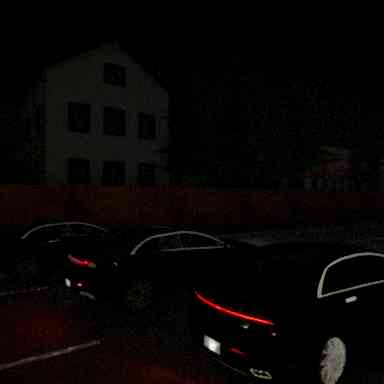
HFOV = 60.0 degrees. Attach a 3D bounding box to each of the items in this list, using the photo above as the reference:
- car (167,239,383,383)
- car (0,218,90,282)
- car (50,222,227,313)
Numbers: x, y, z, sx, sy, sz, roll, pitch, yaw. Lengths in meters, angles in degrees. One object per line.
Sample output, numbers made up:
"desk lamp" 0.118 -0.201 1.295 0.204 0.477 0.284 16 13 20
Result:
"car" 2.206 1.549 5.317 4.892 1.490 1.837 0 0 -35
"car" -3.531 1.517 9.825 4.902 1.511 2.128 1 0 -35
"car" -0.400 1.529 7.759 4.902 1.511 2.128 1 0 -35
